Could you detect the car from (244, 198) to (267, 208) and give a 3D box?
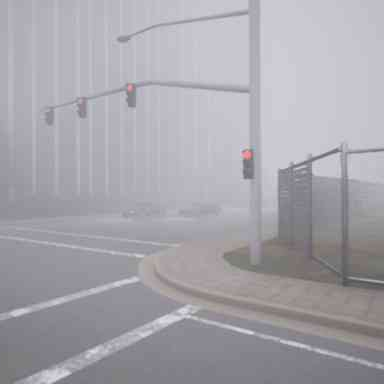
[{"bbox_3d":[9.515,1.596,49.727,2.128,1.511,4.902,-1,0,36],"label":"car"}]

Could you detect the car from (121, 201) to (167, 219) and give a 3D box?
[{"bbox_3d":[-4.336,1.610,30.458,1.837,1.490,4.892,-1,0,36],"label":"car"}]

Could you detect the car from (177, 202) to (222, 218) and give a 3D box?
[{"bbox_3d":[0.837,1.626,31.672,2.033,1.411,5.357,-1,0,36],"label":"car"}]

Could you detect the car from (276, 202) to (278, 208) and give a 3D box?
[{"bbox_3d":[14.390,1.678,50.475,1.895,1.301,4.718,-1,0,36],"label":"car"}]
